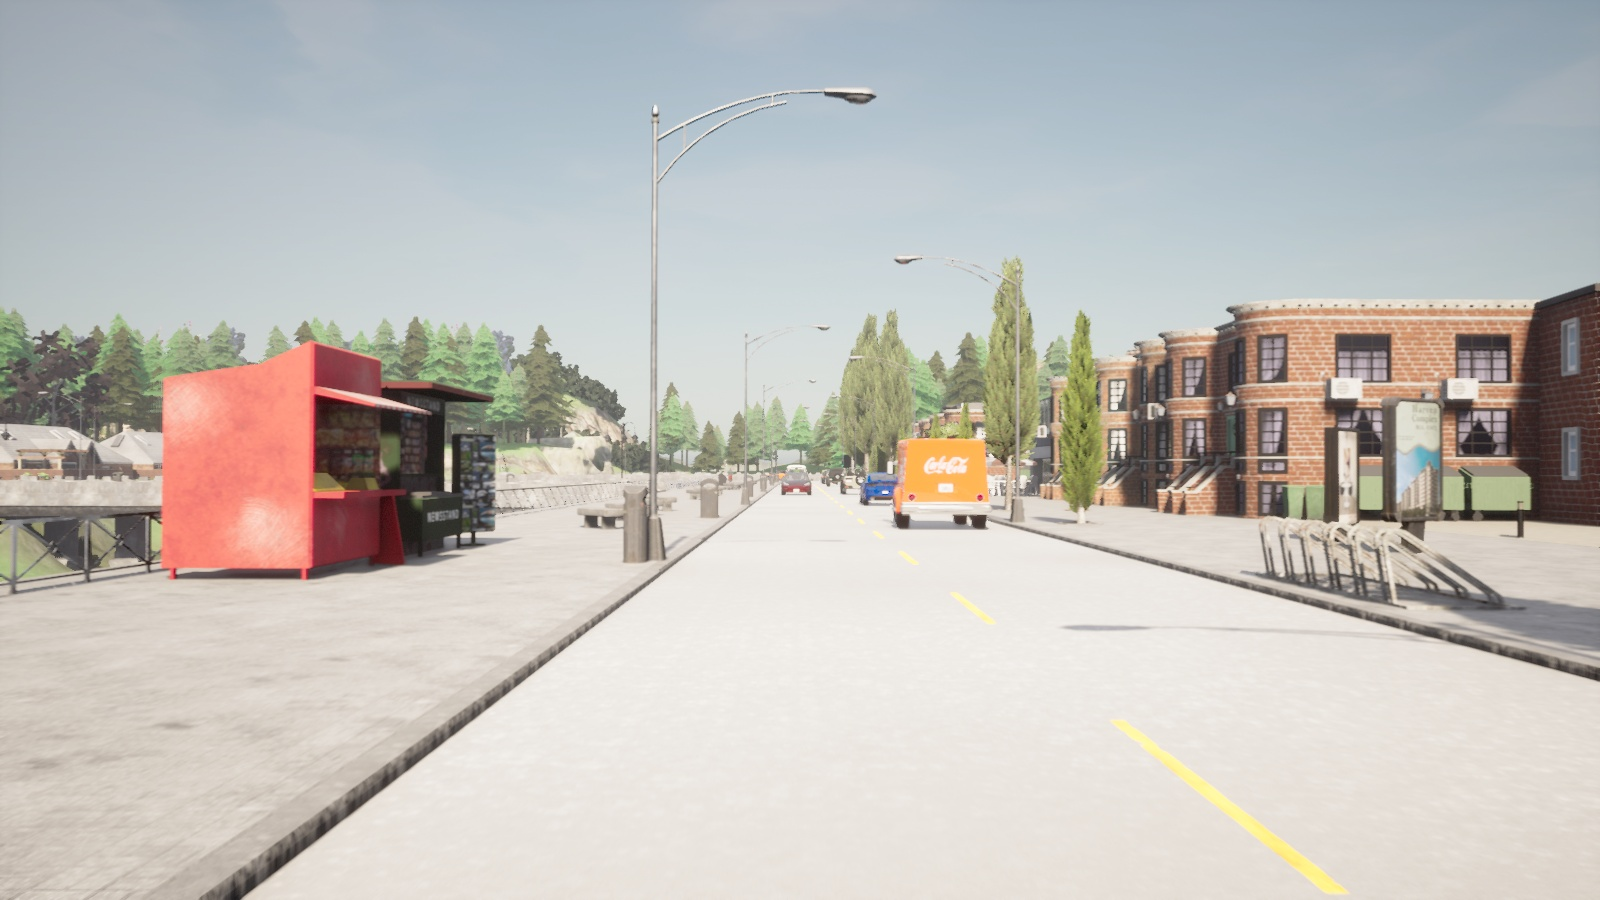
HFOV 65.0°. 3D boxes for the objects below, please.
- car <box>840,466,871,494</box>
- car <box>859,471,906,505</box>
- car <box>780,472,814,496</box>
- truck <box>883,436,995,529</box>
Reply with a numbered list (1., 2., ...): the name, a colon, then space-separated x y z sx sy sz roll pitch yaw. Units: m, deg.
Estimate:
1. car: 3.778 2.053 85.820 1.932 1.855 4.605 0 -1 0
2. car: 3.847 1.769 59.242 1.882 1.535 5.008 0 -1 0
3. car: -0.210 2.180 81.538 2.163 1.488 4.792 0 -1 0
4. truck: 3.903 0.919 36.264 2.627 2.467 5.204 0 -1 0
